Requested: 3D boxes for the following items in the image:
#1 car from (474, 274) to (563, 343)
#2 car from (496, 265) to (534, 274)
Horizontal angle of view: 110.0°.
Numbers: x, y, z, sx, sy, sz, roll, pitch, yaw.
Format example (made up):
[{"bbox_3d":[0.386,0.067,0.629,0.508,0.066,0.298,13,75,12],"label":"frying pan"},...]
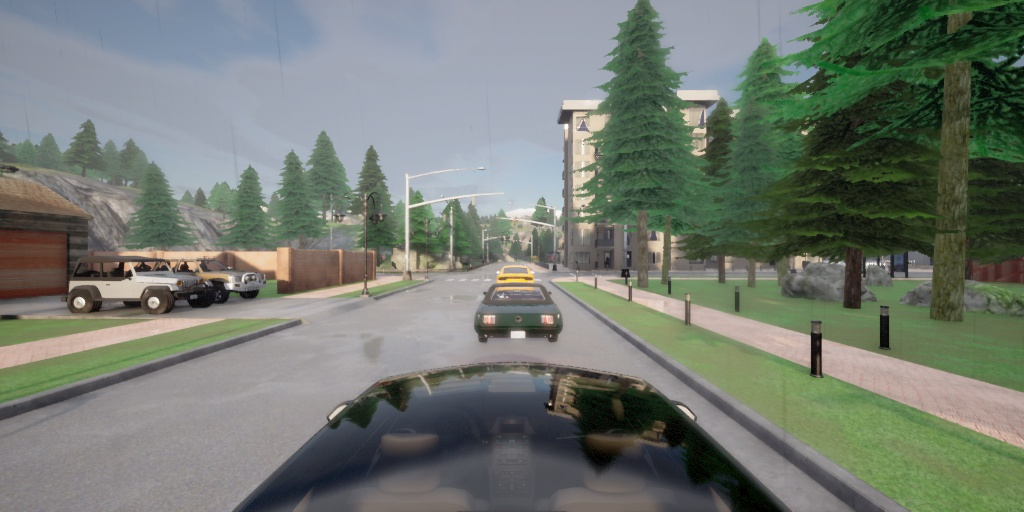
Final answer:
[{"bbox_3d":[0.148,1.351,9.677,1.895,1.301,4.718,0,0,0],"label":"car"},{"bbox_3d":[0.180,1.228,19.017,1.882,1.535,5.008,0,0,0],"label":"car"}]
